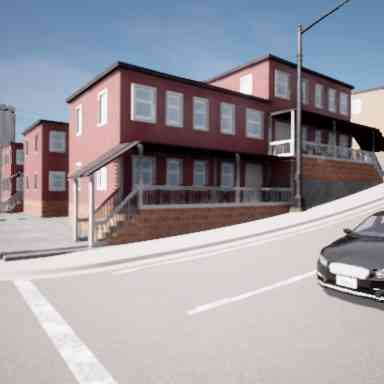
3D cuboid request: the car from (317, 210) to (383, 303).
[{"bbox_3d":[4.739,1.169,7.362,4.902,1.511,2.128,-5,3,-35],"label":"car"}]
